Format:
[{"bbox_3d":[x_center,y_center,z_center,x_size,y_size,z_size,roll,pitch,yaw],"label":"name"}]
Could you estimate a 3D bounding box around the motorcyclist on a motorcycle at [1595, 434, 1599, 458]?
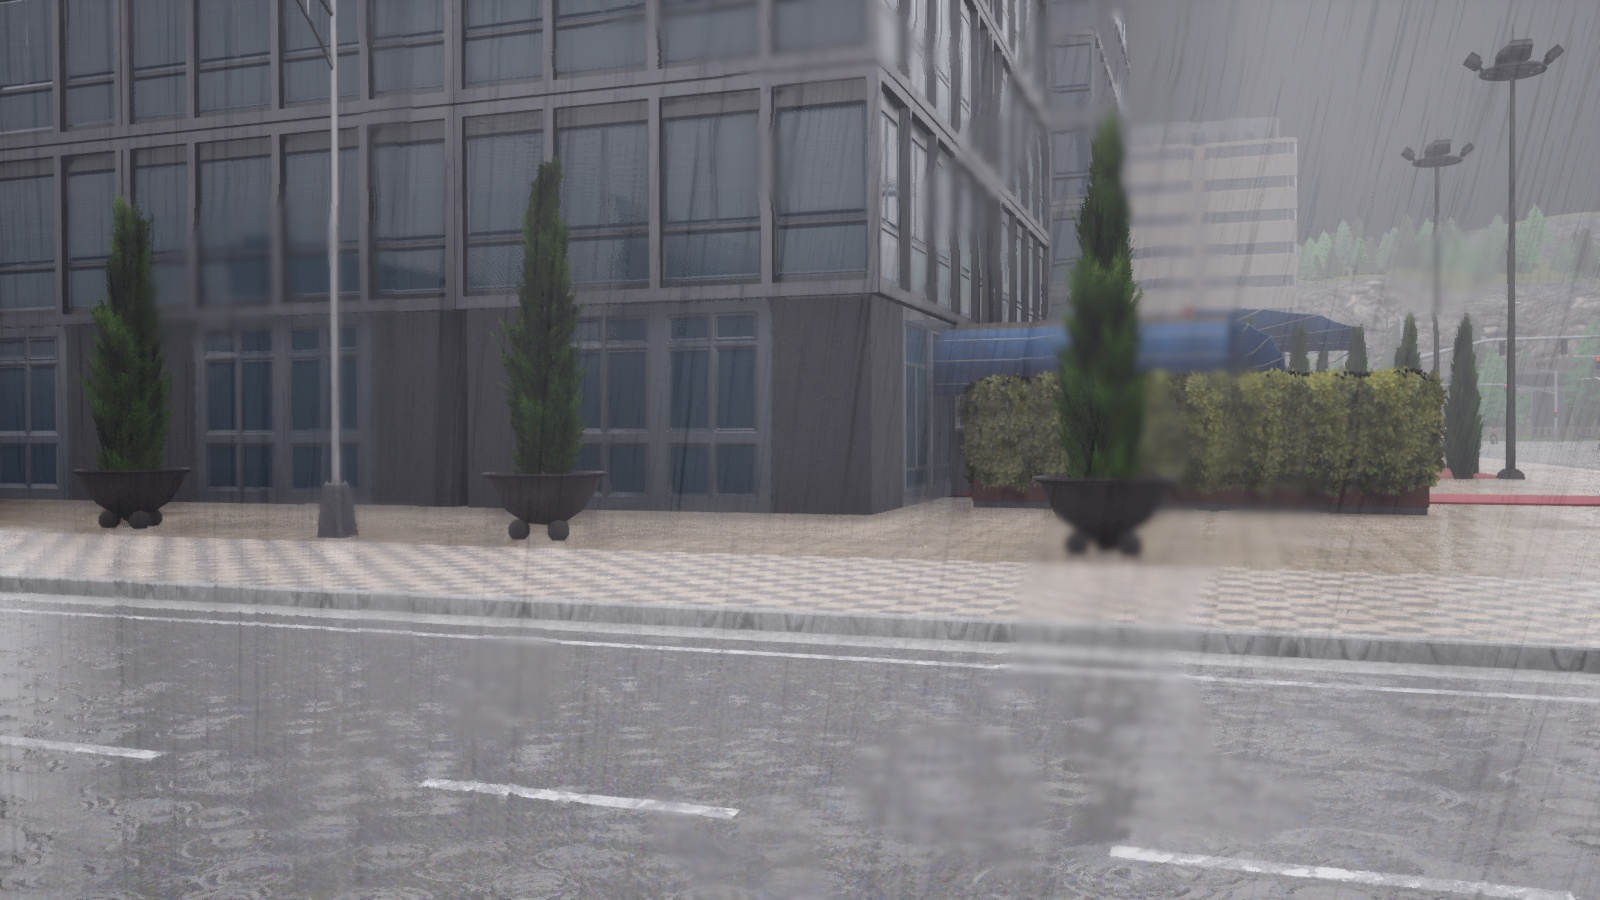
[{"bbox_3d":[52.679,-0.237,80.992,0.866,1.530,2.191,1,1,-22],"label":"motorcyclist on a motorcycle"}]
